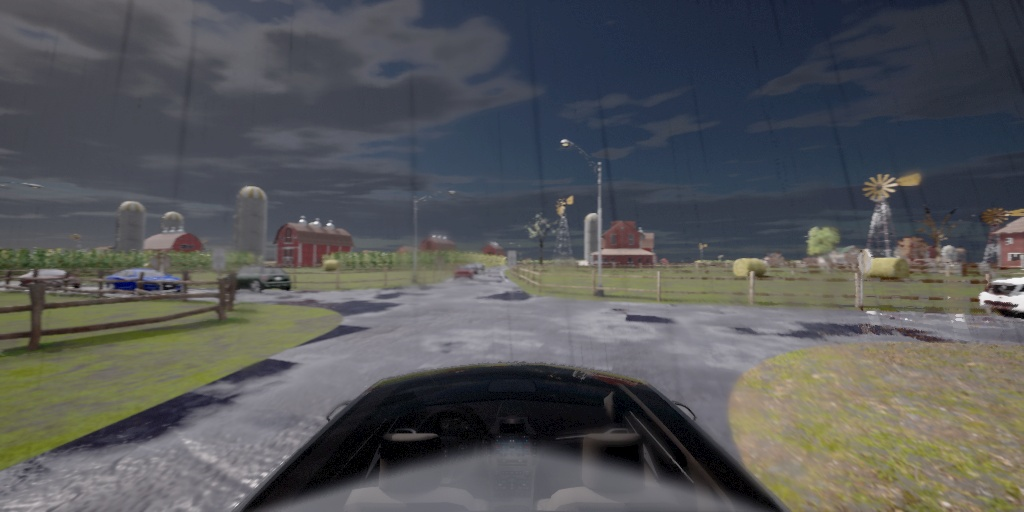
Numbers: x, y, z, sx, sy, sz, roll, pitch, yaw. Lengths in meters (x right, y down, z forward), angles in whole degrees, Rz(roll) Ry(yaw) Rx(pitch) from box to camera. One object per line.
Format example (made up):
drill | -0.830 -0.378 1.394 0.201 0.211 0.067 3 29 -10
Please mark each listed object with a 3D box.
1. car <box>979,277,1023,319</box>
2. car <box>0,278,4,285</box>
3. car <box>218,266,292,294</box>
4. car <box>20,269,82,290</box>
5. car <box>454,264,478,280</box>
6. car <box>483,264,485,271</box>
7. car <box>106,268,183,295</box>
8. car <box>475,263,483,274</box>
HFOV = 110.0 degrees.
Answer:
car | 17.941 0.999 10.368 5.566 2.045 2.150 0 -2 20
car | -46.319 1.828 30.937 4.674 1.442 1.812 0 -1 21
car | -16.438 1.427 22.958 4.553 1.767 2.097 -1 -2 21
car | -33.901 1.696 26.338 4.674 1.442 1.812 0 -2 20
car | -4.846 1.741 36.704 1.895 1.301 4.718 1 -1 -3
car | -5.970 2.007 64.998 2.128 1.511 4.902 1 -1 -1
car | -22.723 1.535 22.214 5.008 1.535 1.882 -1 -2 20
car | -5.588 1.857 49.809 2.033 1.411 5.357 1 -1 -2
